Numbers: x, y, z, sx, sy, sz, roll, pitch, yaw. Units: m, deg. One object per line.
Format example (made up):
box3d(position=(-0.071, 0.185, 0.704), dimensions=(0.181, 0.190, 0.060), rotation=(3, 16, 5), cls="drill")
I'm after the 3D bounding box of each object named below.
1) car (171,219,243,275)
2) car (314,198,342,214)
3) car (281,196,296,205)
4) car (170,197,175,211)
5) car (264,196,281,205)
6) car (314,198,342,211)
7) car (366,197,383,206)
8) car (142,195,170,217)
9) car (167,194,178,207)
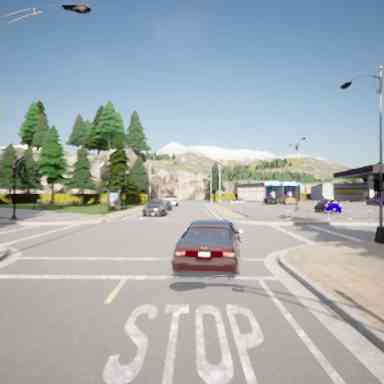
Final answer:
box3d(position=(0.641, 1.578, 10.680), dimensions=(2.033, 1.411, 5.357), rotation=(0, 0, 8), cls="car")
box3d(position=(13.972, 1.490, 34.481), dimensions=(1.845, 1.501, 3.633), rotation=(0, 0, 0), cls="car")
box3d(position=(17.369, 1.534, 60.534), dimensions=(2.152, 1.636, 5.027), rotation=(0, 0, 0), cls="car")
box3d(position=(-3.572, 1.707, 42.583), dimensions=(1.994, 1.385, 4.181), rotation=(0, 0, 0), cls="car")
box3d(position=(14.232, 1.543, 60.514), dimensions=(2.007, 1.523, 4.514), rotation=(0, 0, 0), cls="car")
box3d(position=(17.029, 1.525, 41.871), dimensions=(1.970, 1.475, 3.806), rotation=(0, 0, 0), cls="car")
box3d(position=(29.135, 1.497, 52.738), dimensions=(1.845, 1.501, 3.633), rotation=(0, 0, 0), cls="car")
box3d(position=(-3.580, 1.462, 32.693), dimensions=(2.097, 1.767, 4.553), rotation=(0, 0, 0), cls="car")
box3d(position=(-3.530, 1.414, 56.305), dimensions=(2.150, 2.045, 5.566), rotation=(0, -1, 1), cls="car")
